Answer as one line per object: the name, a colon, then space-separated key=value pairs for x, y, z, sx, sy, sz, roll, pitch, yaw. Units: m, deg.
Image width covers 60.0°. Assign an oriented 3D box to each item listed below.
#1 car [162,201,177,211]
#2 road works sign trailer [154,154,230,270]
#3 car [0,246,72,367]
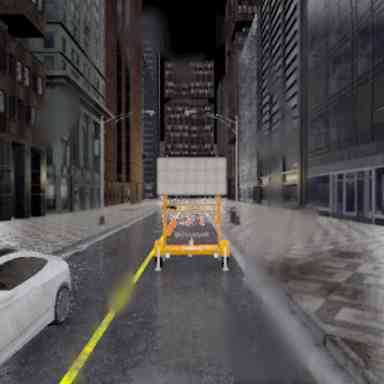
car: x=-3.129 y=1.883 z=46.562 sx=1.895 sy=1.301 sz=4.718 roll=0 pitch=0 yaw=0
road works sign trailer: x=-0.003 y=0.533 z=11.268 sx=2.380 sy=3.560 sz=2.880 roll=0 pitch=0 yaw=0
car: x=-3.102 y=1.553 z=4.418 sx=1.812 sy=1.442 sz=4.674 roll=0 pitch=0 yaw=0
